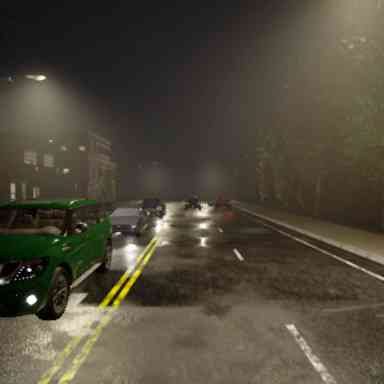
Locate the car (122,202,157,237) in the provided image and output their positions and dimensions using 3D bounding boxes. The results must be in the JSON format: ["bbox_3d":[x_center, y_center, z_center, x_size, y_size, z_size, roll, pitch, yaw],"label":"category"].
[{"bbox_3d":[-3.345,1.484,17.831,2.033,1.411,5.357,0,0,0],"label":"car"}]

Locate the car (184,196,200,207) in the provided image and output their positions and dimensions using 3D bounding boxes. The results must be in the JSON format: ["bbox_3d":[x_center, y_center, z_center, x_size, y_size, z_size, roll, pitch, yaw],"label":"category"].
[{"bbox_3d":[0.011,1.317,48.744,2.128,1.511,4.902,0,0,0],"label":"car"}]

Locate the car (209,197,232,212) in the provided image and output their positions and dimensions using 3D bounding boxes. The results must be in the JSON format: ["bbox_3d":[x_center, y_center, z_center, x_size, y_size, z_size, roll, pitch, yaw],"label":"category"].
[{"bbox_3d":[3.358,1.360,37.024,2.128,1.511,4.902,0,0,0],"label":"car"}]

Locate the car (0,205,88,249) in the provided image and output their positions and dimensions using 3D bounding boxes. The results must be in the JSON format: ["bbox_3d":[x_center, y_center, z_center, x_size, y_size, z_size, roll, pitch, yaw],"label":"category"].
[{"bbox_3d":[-6.593,1.437,15.301,2.128,1.511,4.902,0,0,0],"label":"car"}]

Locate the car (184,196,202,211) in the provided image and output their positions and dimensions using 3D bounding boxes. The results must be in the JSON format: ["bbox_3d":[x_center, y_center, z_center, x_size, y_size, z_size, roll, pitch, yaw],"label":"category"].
[{"bbox_3d":[0.107,1.389,38.353,1.812,1.442,4.674,0,0,0],"label":"car"}]

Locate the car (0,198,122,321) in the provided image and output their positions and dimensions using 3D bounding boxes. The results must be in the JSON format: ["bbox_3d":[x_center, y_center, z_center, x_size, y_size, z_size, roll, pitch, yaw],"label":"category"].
[{"bbox_3d":[-3.349,1.194,7.583,2.150,2.045,5.566,0,0,0],"label":"car"}]

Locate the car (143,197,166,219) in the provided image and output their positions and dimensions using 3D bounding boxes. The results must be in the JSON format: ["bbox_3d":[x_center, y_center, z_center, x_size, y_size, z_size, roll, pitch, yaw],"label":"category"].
[{"bbox_3d":[-3.322,1.253,27.727,2.097,1.767,4.553,0,0,0],"label":"car"}]

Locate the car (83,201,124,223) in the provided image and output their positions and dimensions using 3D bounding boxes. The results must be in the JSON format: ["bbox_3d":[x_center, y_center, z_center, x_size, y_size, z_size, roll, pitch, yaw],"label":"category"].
[{"bbox_3d":[-6.583,1.436,25.217,1.812,1.442,4.674,0,0,0],"label":"car"}]
